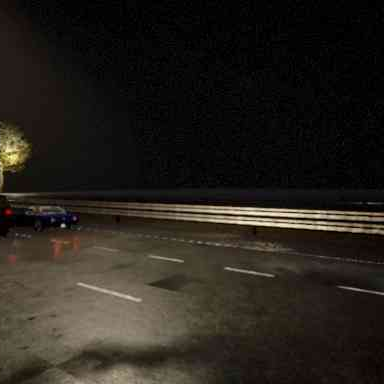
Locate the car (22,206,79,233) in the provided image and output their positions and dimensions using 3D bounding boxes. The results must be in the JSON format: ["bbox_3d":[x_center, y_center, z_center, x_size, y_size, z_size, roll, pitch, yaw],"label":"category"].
[{"bbox_3d":[-8.534,1.445,18.660,4.718,1.301,1.895,1,0,35],"label":"car"}]

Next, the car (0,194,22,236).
[{"bbox_3d":[-10.795,1.063,15.973,5.566,2.045,2.150,1,0,35],"label":"car"}]
